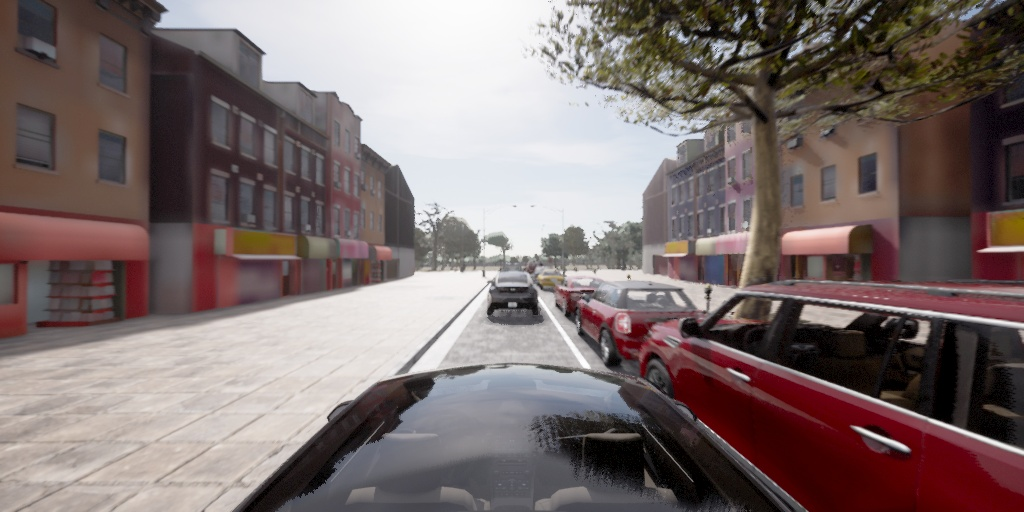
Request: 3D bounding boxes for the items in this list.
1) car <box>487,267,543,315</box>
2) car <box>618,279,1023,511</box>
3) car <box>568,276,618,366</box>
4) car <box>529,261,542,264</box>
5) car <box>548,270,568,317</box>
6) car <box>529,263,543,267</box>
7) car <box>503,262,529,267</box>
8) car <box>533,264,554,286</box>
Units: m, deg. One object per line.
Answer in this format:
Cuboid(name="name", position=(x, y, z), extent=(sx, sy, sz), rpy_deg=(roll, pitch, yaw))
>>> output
Cuboid(name="car", position=(0.046, 1.376, 14.311), extent=(1.837, 1.490, 4.892), rpy_deg=(0, 0, 1))
Cuboid(name="car", position=(2.637, 1.073, 2.570), extent=(2.192, 1.841, 5.009), rpy_deg=(0, 0, 0))
Cuboid(name="car", position=(2.636, 1.251, 8.116), extent=(1.967, 1.591, 4.097), rpy_deg=(0, 0, 0))
Cuboid(name="car", position=(2.633, 1.473, 41.385), extent=(2.192, 1.841, 5.009), rpy_deg=(0, 0, 0))
Cuboid(name="car", position=(2.636, 1.409, 13.661), extent=(1.888, 1.381, 4.507), rpy_deg=(0, 0, 0))
Cuboid(name="car", position=(2.634, 1.586, 30.295), extent=(2.007, 1.370, 4.403), rpy_deg=(0, 0, 0))
Cuboid(name="car", position=(0.043, 1.375, 29.237), extent=(2.097, 1.767, 4.553), rpy_deg=(0, -1, 0))
Cuboid(name="car", position=(2.635, 1.500, 24.921), extent=(1.751, 1.417, 4.829), rpy_deg=(0, 0, 0))
